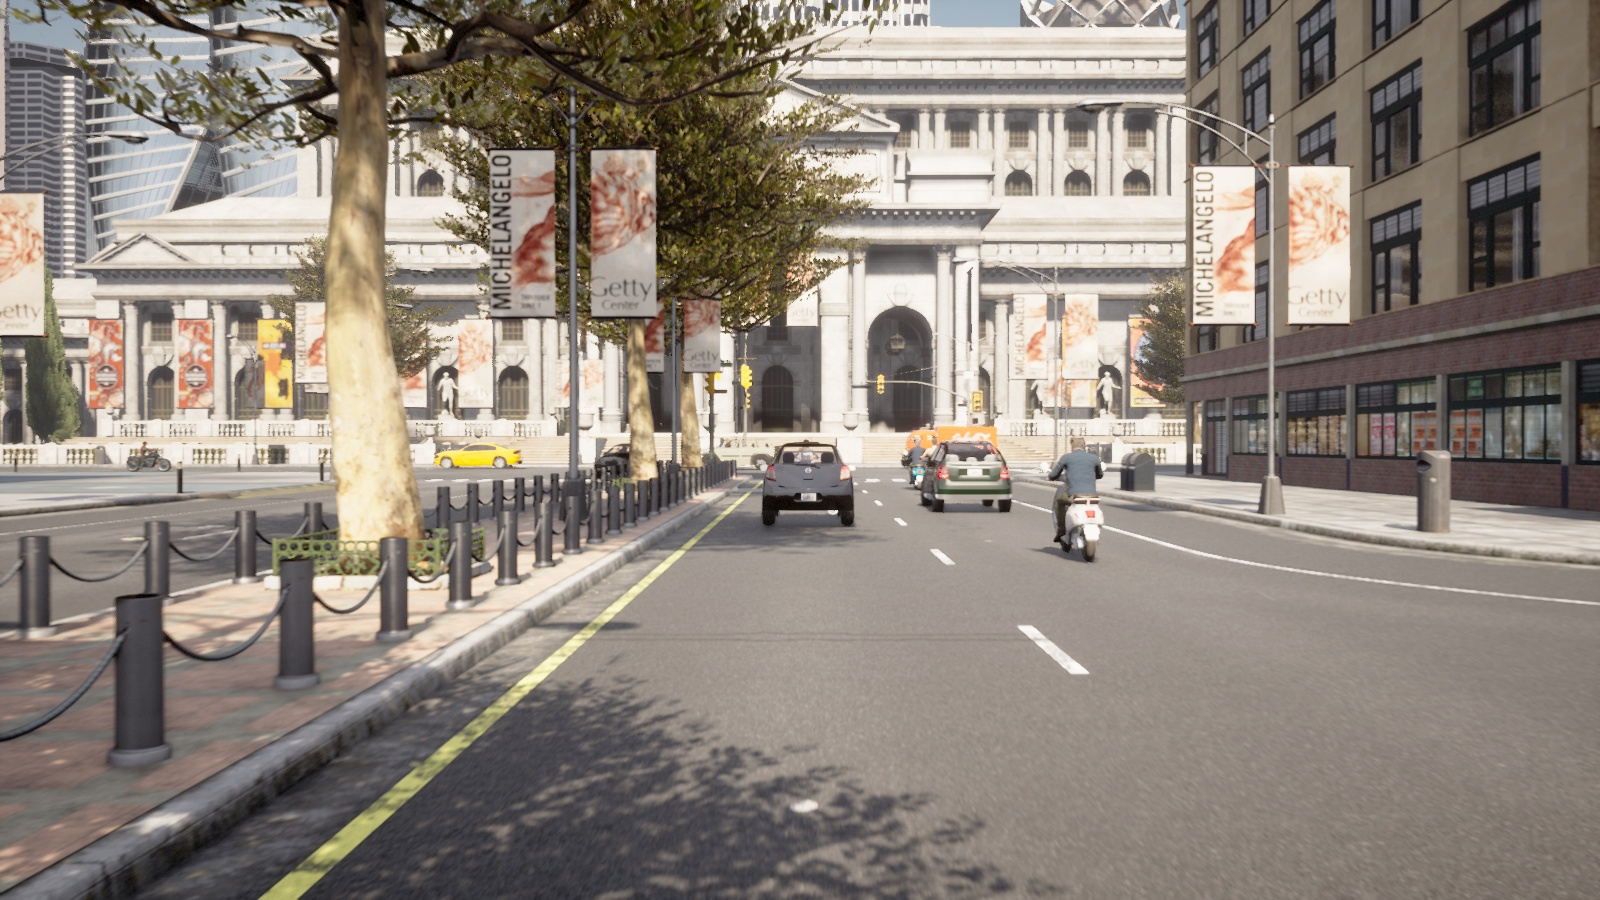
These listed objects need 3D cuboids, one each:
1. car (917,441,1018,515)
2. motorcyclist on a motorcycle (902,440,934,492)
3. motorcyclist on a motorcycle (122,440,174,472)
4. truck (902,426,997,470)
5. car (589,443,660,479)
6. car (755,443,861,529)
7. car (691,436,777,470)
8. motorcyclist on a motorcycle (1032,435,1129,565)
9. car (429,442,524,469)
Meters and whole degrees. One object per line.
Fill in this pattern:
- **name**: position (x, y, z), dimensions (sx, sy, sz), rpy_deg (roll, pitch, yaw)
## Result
- **car**: position (3.673, 0.570, 28.066), dimensions (1.789, 1.549, 3.705), rpy_deg (0, 0, 0)
- **motorcyclist on a motorcycle**: position (3.717, 0.480, 39.592), dimensions (0.866, 1.590, 1.817), rpy_deg (0, 0, 1)
- **motorcyclist on a motorcycle**: position (-34.118, 0.299, 65.712), dimensions (2.350, 1.649, 0.766), rpy_deg (0, 0, 0)
- **truck**: position (8.562, -0.140, 72.299), dimensions (5.204, 2.467, 2.627), rpy_deg (0, 0, 1)
- **car**: position (-7.475, 0.450, 53.872), dimensions (1.816, 1.474, 4.193), rpy_deg (0, 0, 10)
- **car**: position (0.150, 0.625, 23.749), dimensions (1.845, 1.501, 3.633), rpy_deg (0, 0, 0)
- **car**: position (-3.572, 0.172, 68.918), dimensions (4.605, 1.855, 1.932), rpy_deg (0, 0, 1)
- **motorcyclist on a motorcycle**: position (3.608, 0.611, 16.328), dimensions (0.866, 1.590, 1.817), rpy_deg (0, 0, 0)
- **car**: position (-18.660, 0.300, 72.566), dimensions (5.008, 1.535, 1.882), rpy_deg (0, 0, 1)
